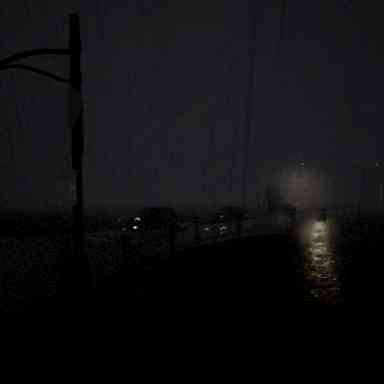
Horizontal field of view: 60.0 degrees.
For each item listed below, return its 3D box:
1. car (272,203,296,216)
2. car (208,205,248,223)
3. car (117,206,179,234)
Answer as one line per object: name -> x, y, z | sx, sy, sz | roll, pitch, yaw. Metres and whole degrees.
car -> 11.273, 2.173, 41.337 | 1.882, 1.535, 5.008 | -1, -2, 38
car -> 3.380, 2.028, 31.034 | 1.882, 1.535, 5.008 | -1, -1, 37
car -> -2.940, 1.788, 22.754 | 2.097, 1.767, 4.553 | -1, -1, 37
